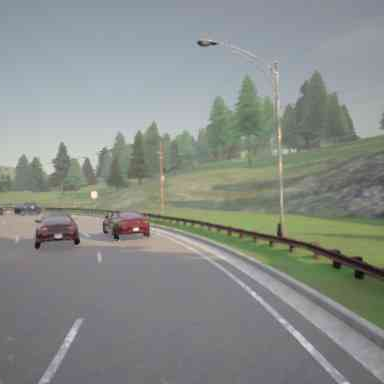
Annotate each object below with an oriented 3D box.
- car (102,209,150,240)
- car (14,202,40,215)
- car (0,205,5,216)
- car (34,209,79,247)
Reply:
[{"bbox_3d":[-3.626,1.648,18.007,1.812,1.442,4.674,-1,0,-24],"label":"car"},{"bbox_3d":[-21.920,2.087,44.061,2.097,1.767,4.553,-2,0,-45],"label":"car"},{"bbox_3d":[-25.806,2.356,43.057,4.902,1.511,2.128,-2,0,44],"label":"car"},{"bbox_3d":[-6.682,1.750,16.373,1.812,1.442,4.674,-1,0,-24],"label":"car"}]
